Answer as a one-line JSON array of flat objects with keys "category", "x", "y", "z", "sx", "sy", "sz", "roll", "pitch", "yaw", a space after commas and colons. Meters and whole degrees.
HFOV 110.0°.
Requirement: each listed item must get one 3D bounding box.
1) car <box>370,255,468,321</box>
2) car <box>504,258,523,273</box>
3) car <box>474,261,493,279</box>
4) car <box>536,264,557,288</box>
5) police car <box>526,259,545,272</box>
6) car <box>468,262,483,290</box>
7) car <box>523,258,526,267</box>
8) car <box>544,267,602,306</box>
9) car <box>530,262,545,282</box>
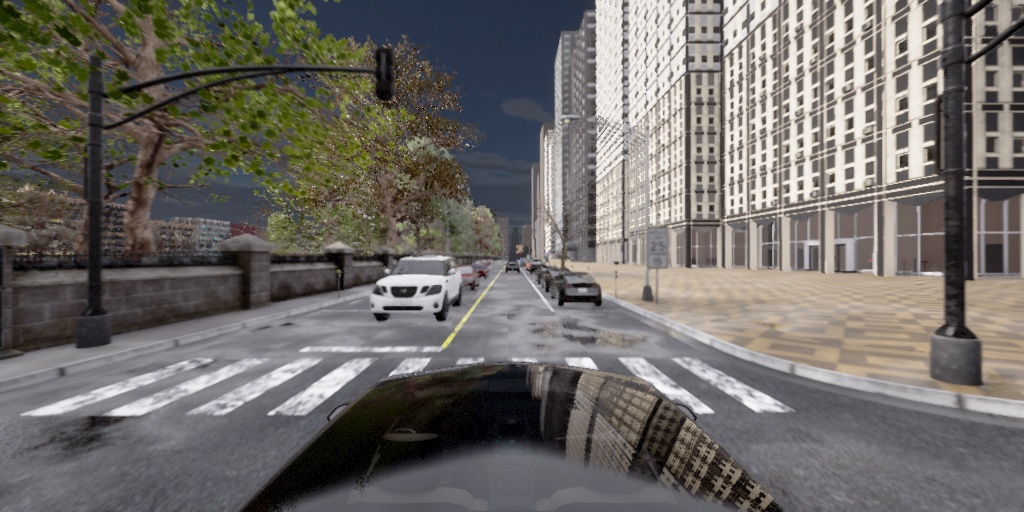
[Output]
[{"category": "car", "x": -3.103, "y": 0.993, "z": 12.903, "sx": 2.150, "sy": 2.045, "sz": 5.566, "roll": 0, "pitch": 0, "yaw": 0}, {"category": "car", "x": 0.084, "y": 1.351, "z": 44.732, "sx": 1.837, "sy": 1.490, "sz": 4.892, "roll": 0, "pitch": 0, "yaw": 0}, {"category": "car", "x": -3.105, "y": 1.417, "z": 33.103, "sx": 1.895, "sy": 1.301, "sz": 4.718, "roll": 0, "pitch": 0, "yaw": 0}, {"category": "car", "x": 2.681, "y": 1.355, "z": 21.318, "sx": 1.948, "sy": 1.339, "sz": 4.313, "roll": 0, "pitch": 0, "yaw": 0}, {"category": "police car", "x": 3.118, "y": 1.270, "z": 44.109, "sx": 1.930, "sy": 1.638, "sz": 5.238, "roll": 0, "pitch": 0, "yaw": 0}, {"category": "car", "x": -3.093, "y": 1.318, "z": 22.780, "sx": 1.812, "sy": 1.442, "sz": 4.674, "roll": 0, "pitch": 0, "yaw": 0}, {"category": "car", "x": 3.094, "y": 1.217, "z": 50.970, "sx": 2.097, "sy": 1.767, "sz": 4.553, "roll": 0, "pitch": 0, "yaw": 0}, {"category": "car", "x": 2.683, "y": 1.343, "z": 15.685, "sx": 1.948, "sy": 1.339, "sz": 4.313, "roll": 0, "pitch": 0, "yaw": 0}, {"category": "car", "x": 2.679, "y": 1.368, "z": 26.950, "sx": 1.948, "sy": 1.339, "sz": 4.313, "roll": 0, "pitch": 0, "yaw": 0}]
